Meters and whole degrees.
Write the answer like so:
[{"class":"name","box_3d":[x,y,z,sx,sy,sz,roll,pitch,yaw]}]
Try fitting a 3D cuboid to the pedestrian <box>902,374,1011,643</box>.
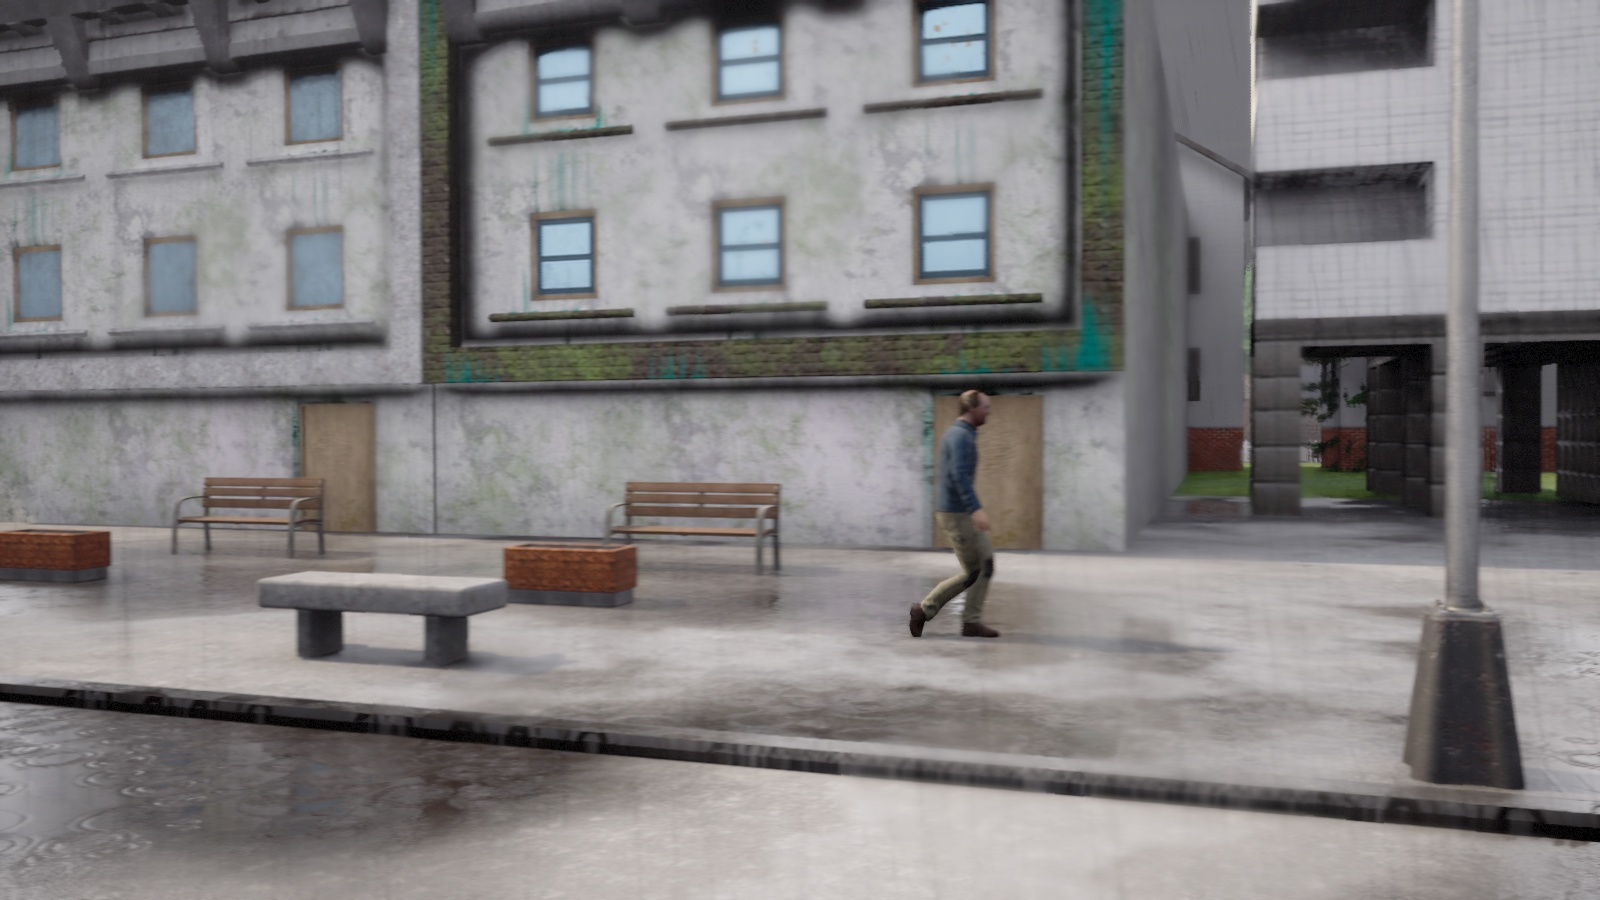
[{"class":"pedestrian","box_3d":[1.108,0.398,8.863,0.726,1.842,0.402,0,1,11]}]
